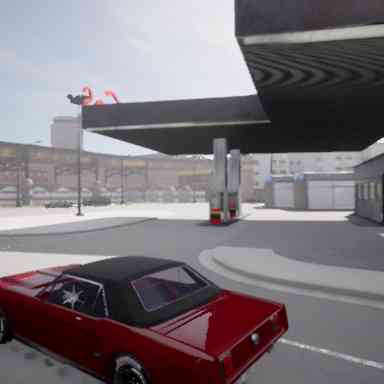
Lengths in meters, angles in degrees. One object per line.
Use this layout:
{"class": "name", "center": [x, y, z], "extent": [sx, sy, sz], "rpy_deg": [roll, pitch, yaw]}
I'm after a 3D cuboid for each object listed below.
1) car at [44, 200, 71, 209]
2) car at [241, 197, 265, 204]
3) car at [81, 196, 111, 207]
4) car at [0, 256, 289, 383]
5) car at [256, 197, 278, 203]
{"class": "car", "center": [-21.738, 2.045, 53.835], "extent": [1.994, 1.385, 4.181], "rpy_deg": [-1, -1, 30]}
{"class": "car", "center": [12.849, 1.843, 73.888], "extent": [4.902, 1.511, 2.128], "rpy_deg": [0, 0, -5]}
{"class": "car", "center": [-18.136, 1.725, 62.838], "extent": [5.566, 2.045, 2.150], "rpy_deg": [0, -1, -45]}
{"class": "car", "center": [-1.199, 1.637, 4.848], "extent": [4.718, 1.301, 1.895], "rpy_deg": [-1, 0, 36]}
{"class": "car", "center": [17.448, 1.896, 77.475], "extent": [4.718, 1.301, 1.895], "rpy_deg": [0, 0, 1]}
